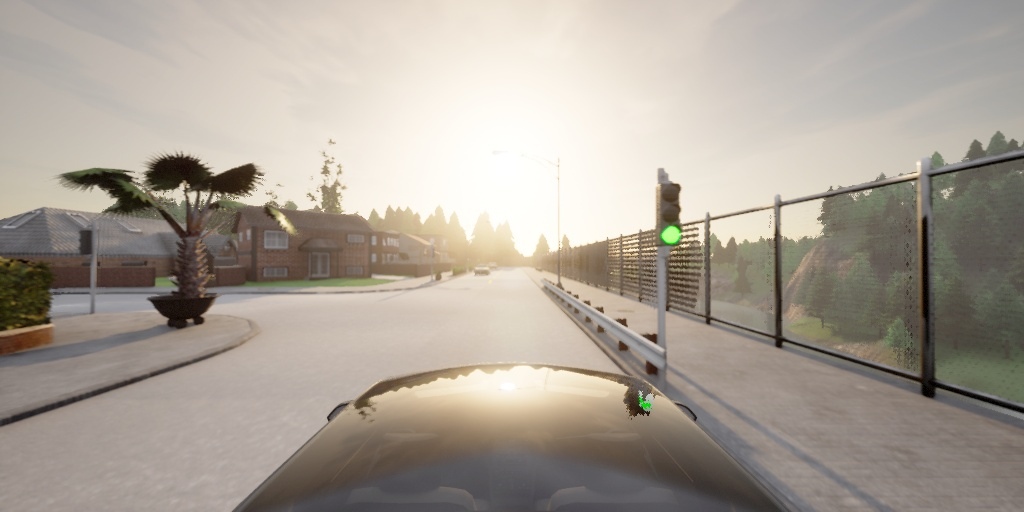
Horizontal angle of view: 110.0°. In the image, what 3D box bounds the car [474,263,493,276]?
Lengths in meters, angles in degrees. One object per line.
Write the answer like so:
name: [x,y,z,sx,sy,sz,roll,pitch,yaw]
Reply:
car: [-3.998,1.835,48.197,1.882,1.535,5.008,0,0,0]
